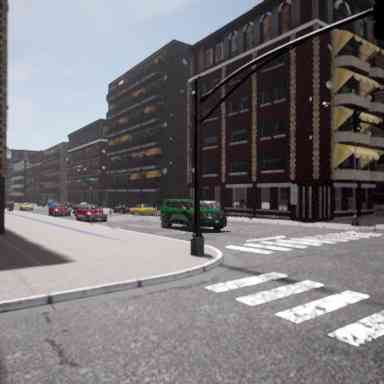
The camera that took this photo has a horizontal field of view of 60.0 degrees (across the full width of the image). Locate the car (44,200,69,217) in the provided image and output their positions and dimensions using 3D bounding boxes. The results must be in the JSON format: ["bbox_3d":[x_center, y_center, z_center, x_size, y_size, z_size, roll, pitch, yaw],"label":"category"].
[{"bbox_3d":[-15.977,2.086,40.086,1.967,1.590,4.097,-1,0,-36],"label":"car"}]

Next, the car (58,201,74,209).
[{"bbox_3d":[-25.716,2.580,67.836,1.967,1.590,4.097,-1,0,-36],"label":"car"}]

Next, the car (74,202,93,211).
[{"bbox_3d":[-19.220,2.481,58.817,1.752,1.417,4.829,-1,0,-36],"label":"car"}]

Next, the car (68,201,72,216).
[{"bbox_3d":[-12.835,2.116,40.153,2.128,1.511,4.902,0,-1,-36],"label":"car"}]

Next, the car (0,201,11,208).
[{"bbox_3d":[-45.551,3.013,81.152,1.752,1.417,4.829,-1,0,-36],"label":"car"}]

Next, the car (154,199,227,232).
[{"bbox_3d":[-0.100,1.487,22.439,2.150,2.045,5.566,0,-1,-36],"label":"car"}]

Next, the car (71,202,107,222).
[{"bbox_3d":[-9.383,1.900,30.930,1.967,1.590,4.097,-1,0,-36],"label":"car"}]

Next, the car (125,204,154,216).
[{"bbox_3d":[-6.031,2.107,40.504,1.752,1.417,4.829,-1,0,-36],"label":"car"}]

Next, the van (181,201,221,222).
[{"bbox_3d":[0.797,1.735,31.310,1.690,1.788,3.998,-1,0,-36],"label":"van"}]

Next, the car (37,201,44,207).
[{"bbox_3d":[-38.902,3.082,86.148,1.947,1.339,4.313,-1,0,-36],"label":"car"}]

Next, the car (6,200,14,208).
[{"bbox_3d":[-42.358,2.711,76.713,2.192,1.841,5.009,-1,0,-36],"label":"car"}]

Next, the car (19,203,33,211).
[{"bbox_3d":[-29.065,2.542,58.261,1.752,1.417,4.829,-1,0,-36],"label":"car"}]

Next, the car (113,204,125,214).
[{"bbox_3d":[-9.228,2.238,44.944,1.947,1.339,4.313,-1,0,-36],"label":"car"}]

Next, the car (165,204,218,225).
[{"bbox_3d":[-0.157,1.828,28.011,1.882,1.535,5.008,0,-1,-36],"label":"car"}]
